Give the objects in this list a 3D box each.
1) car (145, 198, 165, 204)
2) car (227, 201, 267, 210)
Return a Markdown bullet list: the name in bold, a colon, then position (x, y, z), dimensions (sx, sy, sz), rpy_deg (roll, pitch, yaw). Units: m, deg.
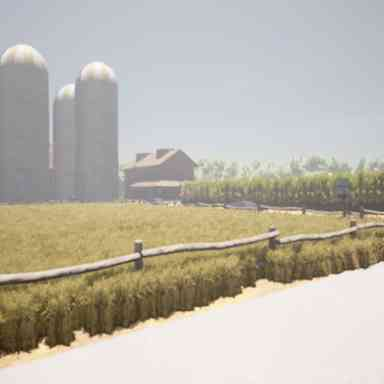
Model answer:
- **car**: position (-4.944, 1.555, 45.893), dimensions (1.812, 1.442, 4.674), rpy_deg (0, 0, -36)
- **car**: position (5.128, 1.525, 31.724), dimensions (1.994, 1.385, 4.181), rpy_deg (0, 0, -36)
